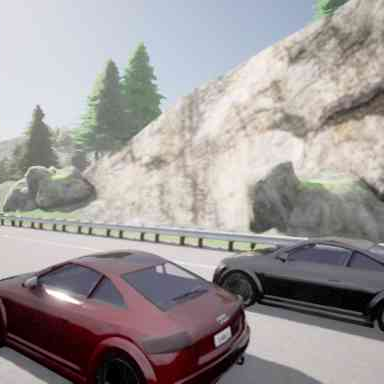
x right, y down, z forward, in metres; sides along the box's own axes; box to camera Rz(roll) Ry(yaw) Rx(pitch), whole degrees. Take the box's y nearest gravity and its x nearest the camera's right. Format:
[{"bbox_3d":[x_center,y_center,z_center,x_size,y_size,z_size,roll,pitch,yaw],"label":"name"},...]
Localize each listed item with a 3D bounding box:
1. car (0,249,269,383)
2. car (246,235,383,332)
[{"bbox_3d":[-1.294,1.558,4.822,4.181,1.385,1.994,0,0,35],"label":"car"},{"bbox_3d":[2.479,1.550,6.433,4.181,1.385,1.994,0,0,35],"label":"car"}]
